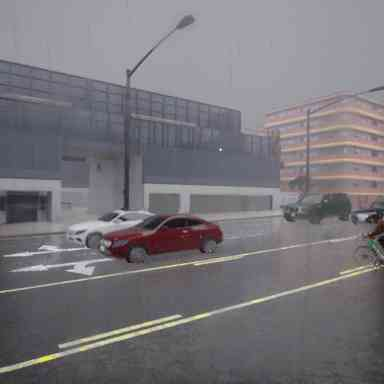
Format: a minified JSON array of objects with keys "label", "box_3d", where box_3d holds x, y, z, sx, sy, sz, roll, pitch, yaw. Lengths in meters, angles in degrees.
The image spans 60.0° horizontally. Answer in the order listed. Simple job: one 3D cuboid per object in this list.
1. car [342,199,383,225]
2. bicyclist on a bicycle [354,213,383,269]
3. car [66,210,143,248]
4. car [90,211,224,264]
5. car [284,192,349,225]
[{"label":"car","box_3d":[12.062,1.338,21.116,4.902,1.511,2.128,-1,0,-35]},{"label":"bicyclist on a bicycle","box_3d":[5.317,1.432,9.286,0.582,1.620,1.656,0,0,-36]},{"label":"car","box_3d":[-3.067,1.522,14.691,4.674,1.442,1.812,0,0,-35]},{"label":"car","box_3d":[-0.947,1.522,11.908,4.674,1.442,1.812,0,0,-35]},{"label":"car","box_3d":[8.829,1.075,23.114,5.566,2.045,2.150,-2,1,-34]}]
